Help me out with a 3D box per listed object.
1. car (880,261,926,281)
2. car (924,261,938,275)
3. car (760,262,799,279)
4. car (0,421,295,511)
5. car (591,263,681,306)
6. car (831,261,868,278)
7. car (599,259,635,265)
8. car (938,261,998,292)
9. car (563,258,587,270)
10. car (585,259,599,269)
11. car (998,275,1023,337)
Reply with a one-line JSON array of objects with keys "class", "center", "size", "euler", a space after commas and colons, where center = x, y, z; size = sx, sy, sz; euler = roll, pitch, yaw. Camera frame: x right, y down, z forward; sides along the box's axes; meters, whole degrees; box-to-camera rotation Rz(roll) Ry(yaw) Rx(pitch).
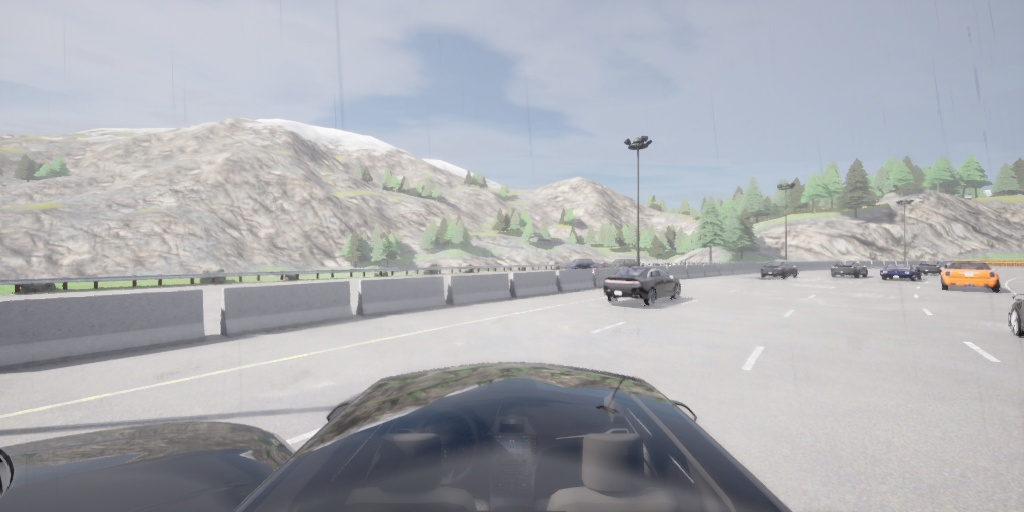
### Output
[{"class": "car", "center": [32.308, 1.351, 29.733], "size": [4.718, 1.301, 1.895], "euler": [0, 0, -35]}, {"class": "car", "center": [43.313, 1.242, 36.865], "size": [4.902, 1.511, 2.128], "euler": [0, 0, -31]}, {"class": "car", "center": [24.167, 1.243, 32.359], "size": [4.902, 1.511, 2.128], "euler": [0, 0, -38]}, {"class": "car", "center": [-2.983, 1.255, 0.534], "size": [4.892, 1.490, 1.837], "euler": [0, 0, -45]}, {"class": "car", "center": [5.840, 1.240, 15.839], "size": [2.128, 1.511, 4.902], "euler": [0, 0, 43]}, {"class": "car", "center": [31.375, 1.242, 33.342], "size": [4.902, 1.511, 2.128], "euler": [0, 0, -35]}, {"class": "car", "center": [12.588, 1.101, 41.328], "size": [4.553, 1.767, 2.097], "euler": [0, 0, -38]}, {"class": "car", "center": [27.706, 1.101, 21.789], "size": [4.553, 1.767, 2.097], "euler": [0, 0, -40]}, {"class": "car", "center": [8.898, 1.101, 47.337], "size": [4.553, 1.767, 2.097], "euler": [0, 0, -38]}, {"class": "car", "center": [11.642, 1.316, 45.050], "size": [4.181, 1.385, 1.994], "euler": [0, 0, -38]}, {"class": "car", "center": [12.117, 1.254, 7.170], "size": [1.837, 1.490, 4.892], "euler": [0, 0, 42]}]
